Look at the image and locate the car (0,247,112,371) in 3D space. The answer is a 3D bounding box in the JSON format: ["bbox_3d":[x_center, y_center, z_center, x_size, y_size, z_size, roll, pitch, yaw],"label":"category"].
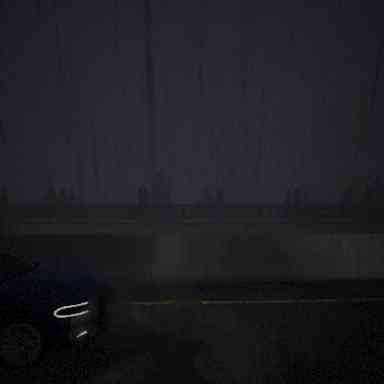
[{"bbox_3d":[-3.778,1.503,5.114,5.008,1.535,1.882,0,0,0],"label":"car"}]

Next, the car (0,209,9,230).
[{"bbox_3d":[-13.470,1.453,19.691,4.553,1.767,2.097,0,-1,5],"label":"car"}]
